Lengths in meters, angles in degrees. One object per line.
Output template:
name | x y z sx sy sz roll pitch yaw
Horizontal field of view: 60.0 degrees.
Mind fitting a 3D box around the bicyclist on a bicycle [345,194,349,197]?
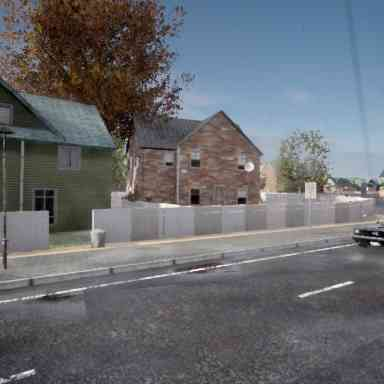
bicyclist on a bicycle | 20.152 1.036 43.350 1.656 1.620 0.582 1 0 -20

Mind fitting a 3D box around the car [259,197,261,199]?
car | 9.617 0.978 55.496 1.895 1.301 4.718 1 0 -19

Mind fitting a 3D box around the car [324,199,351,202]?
car | 16.237 1.190 36.845 1.837 1.490 4.892 1 1 -20

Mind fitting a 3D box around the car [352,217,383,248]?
car | 8.605 1.613 13.554 4.718 1.301 1.895 0 0 -34

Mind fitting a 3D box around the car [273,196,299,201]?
car | 12.924 1.010 46.171 1.882 1.535 5.008 1 0 -20
